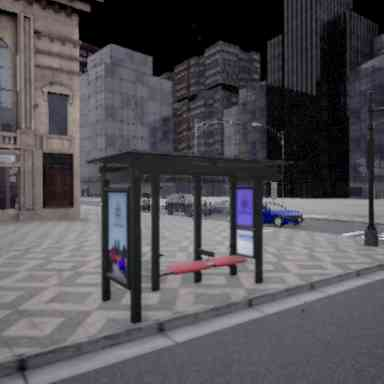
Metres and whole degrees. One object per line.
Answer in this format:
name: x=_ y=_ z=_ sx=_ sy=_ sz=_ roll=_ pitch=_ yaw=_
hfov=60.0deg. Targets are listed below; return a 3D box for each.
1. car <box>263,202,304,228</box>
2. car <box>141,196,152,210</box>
car: x=5.174 y=1.431 z=22.465 sx=1.882 sy=1.535 sz=5.008 roll=-1 pitch=1 yaw=-35
car: x=-5.952 y=1.249 z=38.976 sx=2.097 sy=1.767 sz=4.553 roll=-1 pitch=0 yaw=-34
